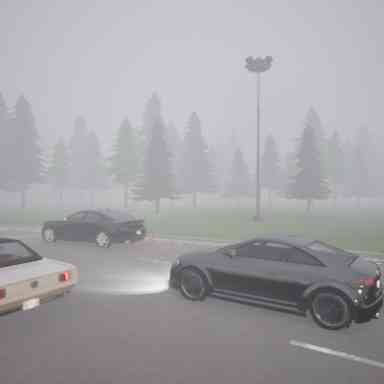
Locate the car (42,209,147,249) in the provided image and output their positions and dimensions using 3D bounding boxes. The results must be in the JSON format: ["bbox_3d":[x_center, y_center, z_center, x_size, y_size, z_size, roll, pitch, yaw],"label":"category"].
[{"bbox_3d":[-4.315,1.470,14.450,5.008,1.535,1.882,0,0,28],"label":"car"}]

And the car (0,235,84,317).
[{"bbox_3d":[-4.623,1.594,6.721,4.718,1.301,1.895,0,0,30],"label":"car"}]

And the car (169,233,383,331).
[{"bbox_3d":[1.581,1.566,6.914,4.181,1.385,1.994,0,0,34],"label":"car"}]
